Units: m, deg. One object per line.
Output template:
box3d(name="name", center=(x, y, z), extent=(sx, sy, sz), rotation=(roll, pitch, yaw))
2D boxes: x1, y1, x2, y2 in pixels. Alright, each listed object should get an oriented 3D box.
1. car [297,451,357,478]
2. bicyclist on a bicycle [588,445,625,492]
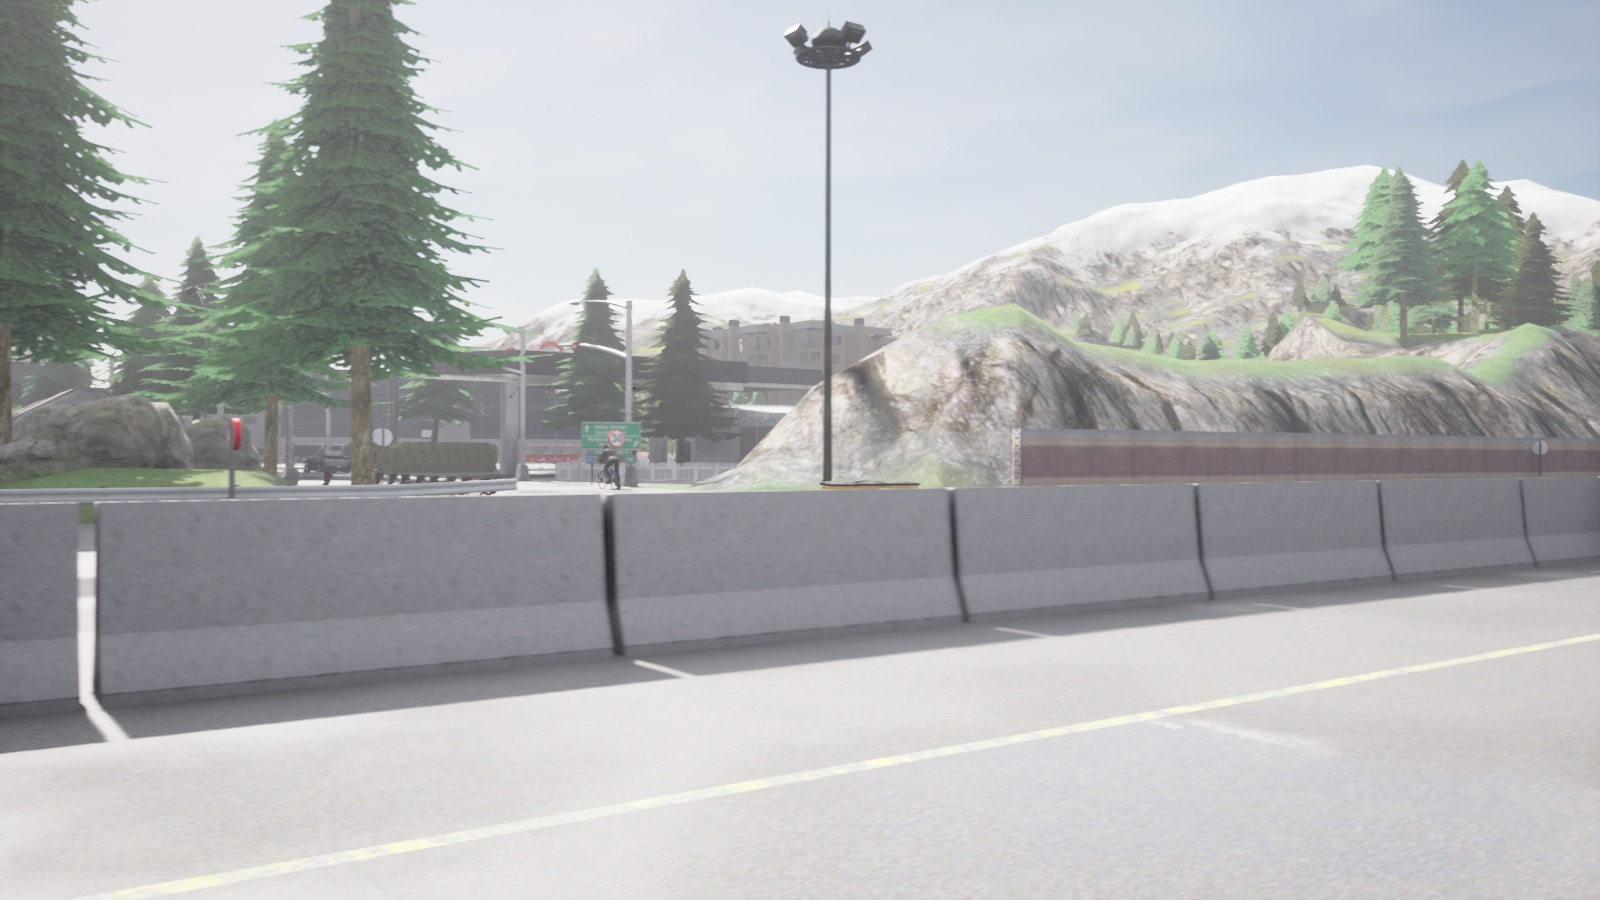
box3d(name="car", center=(-28.267, 0.845, 74.957), extent=(2.128, 1.511, 4.902), rotation=(1, 0, -35))
box3d(name="bicyclist on a bicycle", center=(-6.877, 0.648, 44.574), extent=(0.582, 1.620, 1.656), rotation=(0, -1, -36))
